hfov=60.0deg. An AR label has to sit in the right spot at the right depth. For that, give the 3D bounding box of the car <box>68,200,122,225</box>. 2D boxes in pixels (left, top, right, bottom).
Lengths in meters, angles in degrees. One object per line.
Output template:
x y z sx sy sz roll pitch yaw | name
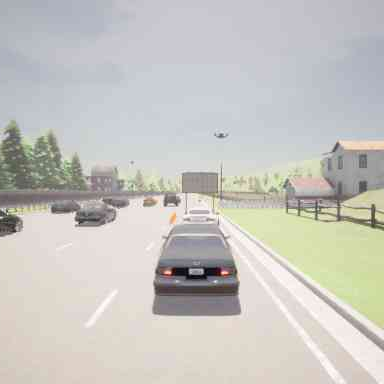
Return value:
-6.870 1.547 24.313 2.033 1.411 5.357 0 0 0 | car

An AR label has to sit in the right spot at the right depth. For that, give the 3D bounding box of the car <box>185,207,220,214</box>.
0.524 1.538 18.435 1.812 1.442 4.674 0 -1 6 | car

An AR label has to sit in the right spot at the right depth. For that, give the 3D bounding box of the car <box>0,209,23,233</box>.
-10.379 1.503 16.651 1.837 1.490 4.892 0 0 0 | car

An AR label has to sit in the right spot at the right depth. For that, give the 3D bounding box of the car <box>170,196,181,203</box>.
-3.315 1.564 68.534 1.994 1.385 4.181 0 0 0 | car

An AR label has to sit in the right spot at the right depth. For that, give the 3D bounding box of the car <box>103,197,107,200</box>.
-13.829 1.477 56.661 1.882 1.535 5.008 0 0 0 | car

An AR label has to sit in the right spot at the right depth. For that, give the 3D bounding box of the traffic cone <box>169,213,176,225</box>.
-1.459 1.955 23.139 0.340 0.580 0.340 0 0 0 | traffic cone

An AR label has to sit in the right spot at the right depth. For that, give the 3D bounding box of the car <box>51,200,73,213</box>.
-13.854 1.564 36.677 1.994 1.385 4.181 0 0 0 | car

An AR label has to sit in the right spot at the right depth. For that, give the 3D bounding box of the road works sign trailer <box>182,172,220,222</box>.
0.513 0.464 22.049 2.380 3.560 2.880 0 0 -4 | road works sign trailer

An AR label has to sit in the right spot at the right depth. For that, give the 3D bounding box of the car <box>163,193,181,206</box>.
-3.334 1.221 53.319 2.150 2.045 5.566 0 0 0 | car

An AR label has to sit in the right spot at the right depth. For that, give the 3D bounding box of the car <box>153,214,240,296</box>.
0.108 1.547 8.782 2.033 1.411 5.357 0 0 1 | car

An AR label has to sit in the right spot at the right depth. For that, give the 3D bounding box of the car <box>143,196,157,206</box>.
-6.831 1.477 54.945 1.882 1.535 5.008 0 0 0 | car

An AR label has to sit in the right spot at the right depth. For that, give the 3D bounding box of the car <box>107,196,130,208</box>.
-10.340 1.492 48.286 2.128 1.511 4.902 0 0 0 | car

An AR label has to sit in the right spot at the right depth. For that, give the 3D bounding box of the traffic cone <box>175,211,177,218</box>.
-1.456 1.955 25.139 0.340 0.580 0.340 0 0 0 | traffic cone
